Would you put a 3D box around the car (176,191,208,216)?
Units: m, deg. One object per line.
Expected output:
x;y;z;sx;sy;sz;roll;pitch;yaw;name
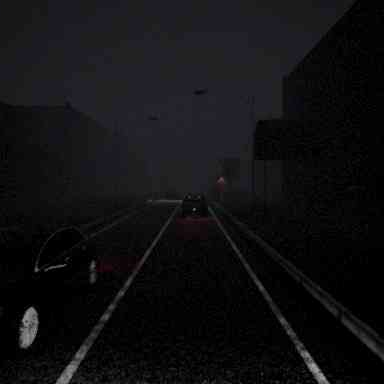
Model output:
0.193;0.922;24.920;2.128;1.511;4.902;0;1;1;car

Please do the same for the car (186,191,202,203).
0.263;0.583;41.889;1.895;1.301;4.718;0;2;0;car

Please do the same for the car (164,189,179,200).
-2.888;0.252;47.781;1.882;1.535;5.008;0;3;0;car

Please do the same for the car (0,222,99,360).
-3.079;1.391;5.928;1.837;1.490;4.892;0;1;0;car
